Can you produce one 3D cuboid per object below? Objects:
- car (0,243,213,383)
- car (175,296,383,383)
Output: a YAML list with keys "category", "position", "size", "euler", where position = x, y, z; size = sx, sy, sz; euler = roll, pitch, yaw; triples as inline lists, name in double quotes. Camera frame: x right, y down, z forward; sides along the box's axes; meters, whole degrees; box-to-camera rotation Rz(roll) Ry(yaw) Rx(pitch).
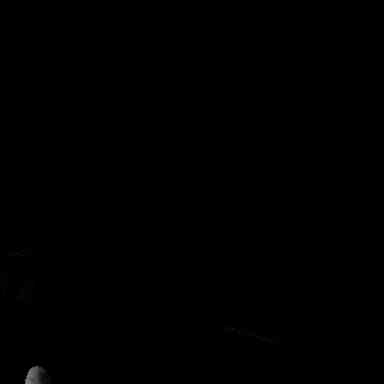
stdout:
- category: "car"
  position: [-2.031, 1.475, 4.649]
  size: [5.008, 1.535, 2.097]
  euler: [0, 0, 35]
- category: "car"
  position: [2.481, 1.509, 1.516]
  size: [4.792, 1.488, 2.163]
  euler: [0, 0, 36]
